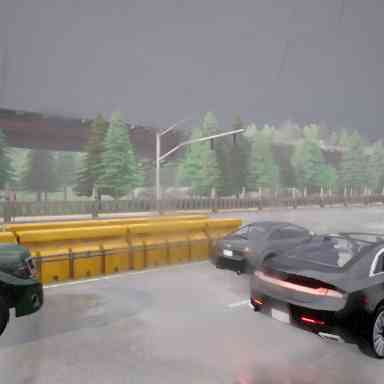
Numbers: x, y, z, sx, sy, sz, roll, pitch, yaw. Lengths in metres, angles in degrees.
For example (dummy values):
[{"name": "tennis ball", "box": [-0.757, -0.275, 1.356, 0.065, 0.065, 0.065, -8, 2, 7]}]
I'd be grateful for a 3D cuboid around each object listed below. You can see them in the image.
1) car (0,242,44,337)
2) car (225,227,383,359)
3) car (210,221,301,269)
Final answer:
[{"name": "car", "box": [-5.055, 1.221, 4.447, 5.566, 2.045, 2.150, 0, 0, -35]}, {"name": "car", "box": [3.181, 1.492, 5.999, 4.902, 1.511, 2.128, 0, 0, -36]}, {"name": "car", "box": [2.572, 1.564, 9.860, 4.181, 1.385, 1.994, 0, 0, -36]}]
